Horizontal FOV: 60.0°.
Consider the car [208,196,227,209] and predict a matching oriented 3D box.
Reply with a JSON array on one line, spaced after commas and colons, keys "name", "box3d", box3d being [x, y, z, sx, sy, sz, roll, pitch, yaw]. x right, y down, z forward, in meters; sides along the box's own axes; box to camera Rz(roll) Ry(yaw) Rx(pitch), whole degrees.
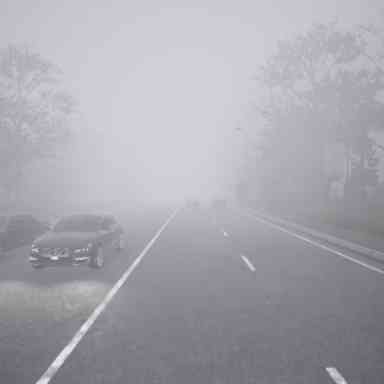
[{"name": "car", "box3d": [3.496, 1.321, 43.567, 1.882, 1.535, 5.008, 0, 0, 0]}]

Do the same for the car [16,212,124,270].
[{"name": "car", "box3d": [-3.524, 1.468, 11.014, 1.837, 1.490, 4.892, 0, 0, 0]}]

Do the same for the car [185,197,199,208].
[{"name": "car", "box3d": [-0.005, 1.443, 44.006, 1.895, 1.301, 4.718, 0, 0, 0]}]

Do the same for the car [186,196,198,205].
[{"name": "car", "box3d": [-0.005, 1.400, 54.033, 1.895, 1.301, 4.718, 0, 0, 0]}]

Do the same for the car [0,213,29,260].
[{"name": "car", "box3d": [-7.009, 1.504, 12.204, 2.033, 1.411, 5.357, 0, 0, 1]}]
